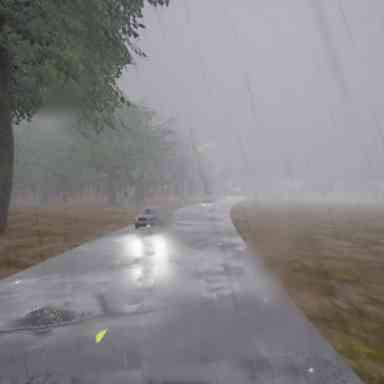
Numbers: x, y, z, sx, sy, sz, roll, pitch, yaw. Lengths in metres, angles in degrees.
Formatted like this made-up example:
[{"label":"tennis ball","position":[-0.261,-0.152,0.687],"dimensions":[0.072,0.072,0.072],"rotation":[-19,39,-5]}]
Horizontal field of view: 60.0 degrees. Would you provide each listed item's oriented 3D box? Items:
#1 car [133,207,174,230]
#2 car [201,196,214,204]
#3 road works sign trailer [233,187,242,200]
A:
[{"label":"car","position":[-2.342,1.622,21.213],"dimensions":[1.895,1.301,4.718],"rotation":[0,0,4]},{"label":"car","position":[3.032,1.506,62.709],"dimensions":[2.033,1.411,5.357],"rotation":[0,0,11]},{"label":"road works sign trailer","position":[12.055,0.338,88.443],"dimensions":[2.380,3.560,2.880],"rotation":[0,0,12]}]
